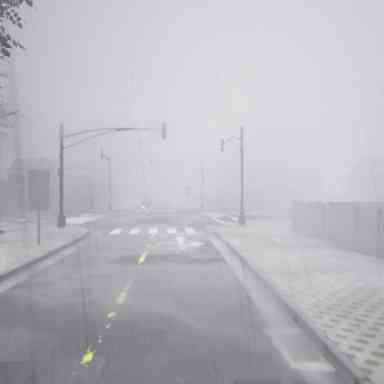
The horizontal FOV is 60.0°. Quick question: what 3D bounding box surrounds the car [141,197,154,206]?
[{"bbox_3d":[-7.099,1.496,53.195,2.033,1.411,5.357,0,0,-6],"label":"car"}]
